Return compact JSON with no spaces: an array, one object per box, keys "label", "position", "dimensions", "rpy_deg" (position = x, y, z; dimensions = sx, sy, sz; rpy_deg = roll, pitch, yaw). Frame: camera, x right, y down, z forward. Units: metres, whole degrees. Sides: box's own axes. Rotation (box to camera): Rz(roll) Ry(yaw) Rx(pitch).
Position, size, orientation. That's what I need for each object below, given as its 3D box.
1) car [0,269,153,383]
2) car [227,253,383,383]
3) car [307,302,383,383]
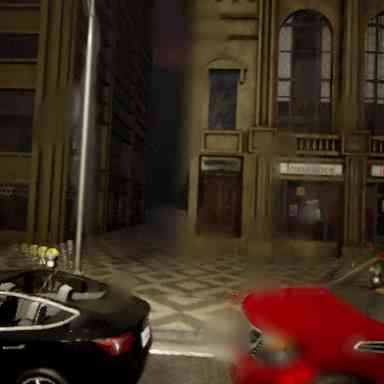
[{"label":"car","position":[-2.635,1.674,4.102],"dimensions":[4.313,1.339,1.947],"rpy_deg":[2,-2,3]},{"label":"car","position":[2.963,1.622,3.778],"dimensions":[5.009,1.841,2.192],"rpy_deg":[2,-2,3]},{"label":"car","position":[3.314,1.760,1.886],"dimensions":[4.674,1.442,1.812],"rpy_deg":[2,-3,3]}]
